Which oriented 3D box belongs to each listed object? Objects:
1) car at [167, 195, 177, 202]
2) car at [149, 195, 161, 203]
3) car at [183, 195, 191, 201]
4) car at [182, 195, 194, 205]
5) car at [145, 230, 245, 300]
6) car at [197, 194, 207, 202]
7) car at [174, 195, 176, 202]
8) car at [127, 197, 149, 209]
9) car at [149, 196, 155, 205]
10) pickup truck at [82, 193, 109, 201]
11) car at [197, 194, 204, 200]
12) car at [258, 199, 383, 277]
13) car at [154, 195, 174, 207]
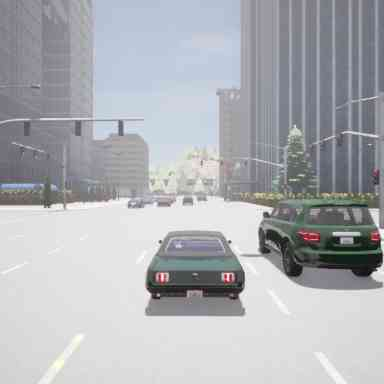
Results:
[{"bbox_3d":[-4.567,1.515,76.566,2.128,1.511,4.902,0,0,-1],"label":"car"},{"bbox_3d":[-8.000,1.525,71.697,2.128,1.511,4.902,0,0,-1],"label":"car"},{"bbox_3d":[-1.238,1.540,88.917,2.033,1.411,5.357,0,0,-1],"label":"car"},{"bbox_3d":[-0.747,1.505,60.761,1.837,1.490,4.892,0,0,-1],"label":"car"},{"bbox_3d":[0.077,1.601,8.367,1.895,1.301,4.718,0,0,0],"label":"car"},{"bbox_3d":[2.402,1.348,78.831,2.097,1.767,4.553,0,0,-1],"label":"car"},{"bbox_3d":[-4.421,1.600,62.134,1.895,1.301,4.718,0,0,0],"label":"car"},{"bbox_3d":[-7.796,1.491,46.754,2.128,1.511,4.902,0,0,1],"label":"car"},{"bbox_3d":[-7.878,1.525,57.412,1.812,1.442,4.674,0,0,-1],"label":"car"},{"bbox_3d":[-21.147,1.059,73.429,2.390,2.098,6.274,0,0,30],"label":"pickup truck"},{"bbox_3d":[2.259,1.386,89.111,1.882,1.535,5.008,0,0,-1],"label":"car"},{"bbox_3d":[3.589,1.221,10.395,2.150,2.045,5.566,0,0,0],"label":"car"},{"bbox_3d":[-4.301,1.478,51.839,1.882,1.535,5.008,0,0,-1],"label":"car"}]
